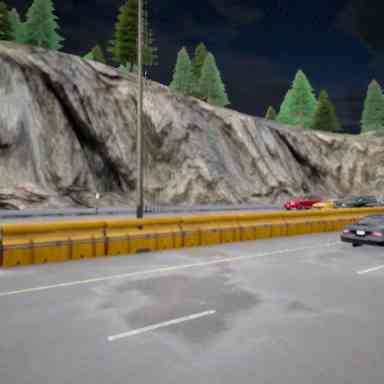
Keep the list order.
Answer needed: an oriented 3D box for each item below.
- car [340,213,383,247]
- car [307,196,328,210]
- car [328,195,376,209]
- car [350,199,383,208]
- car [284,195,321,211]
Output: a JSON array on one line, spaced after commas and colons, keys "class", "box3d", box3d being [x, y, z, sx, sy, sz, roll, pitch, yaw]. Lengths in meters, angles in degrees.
[{"class": "car", "box3d": [8.464, 1.599, 14.044, 5.357, 1.411, 2.033, 0, 0, -35]}, {"class": "car", "box3d": [16.560, 1.604, 39.603, 5.008, 1.535, 1.882, 0, 0, -28]}, {"class": "car", "box3d": [17.938, 1.345, 36.407, 5.566, 2.045, 2.150, 0, 0, -28]}, {"class": "car", "box3d": [17.942, 1.679, 32.425, 4.181, 1.385, 1.994, 0, 0, -28]}, {"class": "car", "box3d": [14.341, 1.346, 42.423, 5.566, 2.045, 2.150, 0, 0, -28]}]
